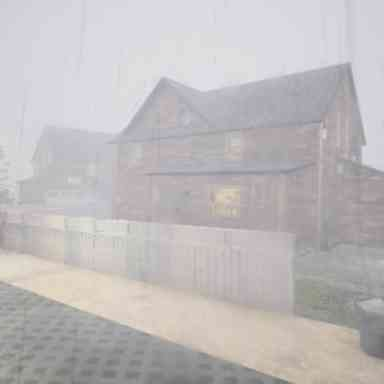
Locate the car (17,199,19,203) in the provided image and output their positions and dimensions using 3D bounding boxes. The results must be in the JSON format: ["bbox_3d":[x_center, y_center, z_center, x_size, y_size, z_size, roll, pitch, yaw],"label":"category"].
[{"bbox_3d":[-22.394,1.189,47.693,4.553,1.767,2.097,-1,2,-42],"label":"car"}]
